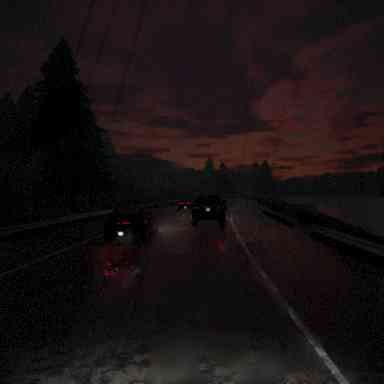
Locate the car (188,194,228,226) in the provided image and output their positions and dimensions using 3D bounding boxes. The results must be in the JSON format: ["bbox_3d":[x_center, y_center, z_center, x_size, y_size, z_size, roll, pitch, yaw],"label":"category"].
[{"bbox_3d":[1.233,1.172,23.380,2.150,2.045,5.566,0,0,5],"label":"car"}]

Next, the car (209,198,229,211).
[{"bbox_3d":[3.374,1.459,41.097,2.033,1.411,5.357,0,0,9],"label":"car"}]

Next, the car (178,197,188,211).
[{"bbox_3d":[-0.412,1.417,39.333,1.837,1.490,4.892,0,0,8],"label":"car"}]

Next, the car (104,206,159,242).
[{"bbox_3d":[-2.816,1.465,16.209,1.837,1.490,4.892,0,0,3],"label":"car"}]
